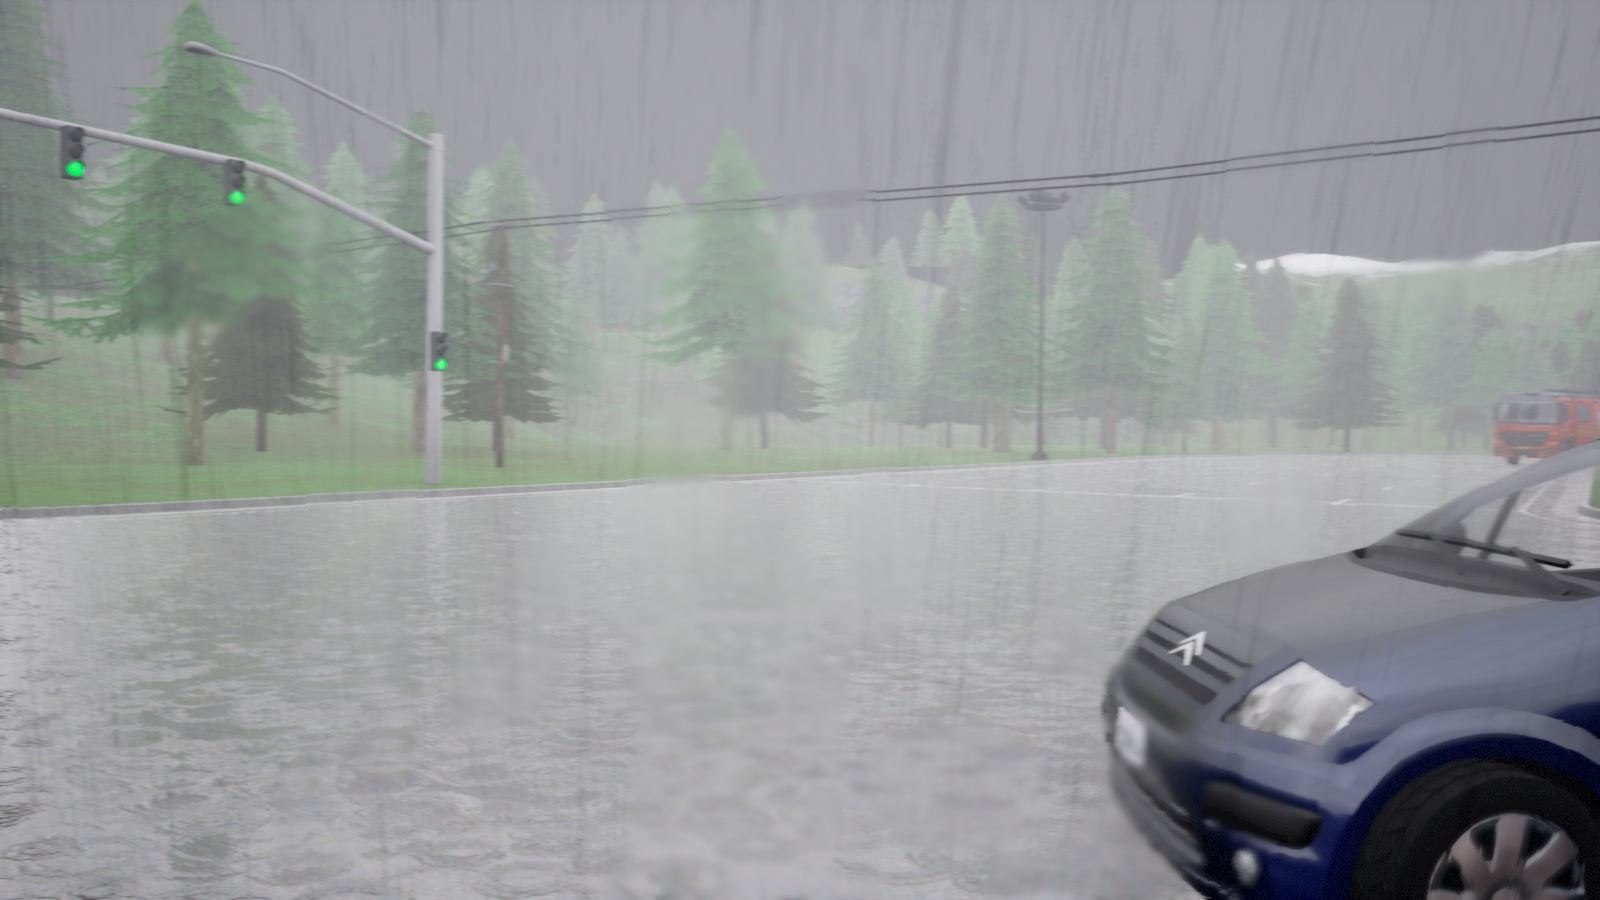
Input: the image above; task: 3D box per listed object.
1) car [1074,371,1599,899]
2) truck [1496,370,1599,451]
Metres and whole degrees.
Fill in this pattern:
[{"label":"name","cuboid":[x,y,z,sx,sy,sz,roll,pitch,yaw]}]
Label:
[{"label":"car","cuboid":[3.072,0.587,4.002,3.988,1.617,1.851,-1,1,0]},{"label":"truck","cuboid":[38.437,-1.964,63.097,8.468,3.827,2.891,-1,1,-38]}]
